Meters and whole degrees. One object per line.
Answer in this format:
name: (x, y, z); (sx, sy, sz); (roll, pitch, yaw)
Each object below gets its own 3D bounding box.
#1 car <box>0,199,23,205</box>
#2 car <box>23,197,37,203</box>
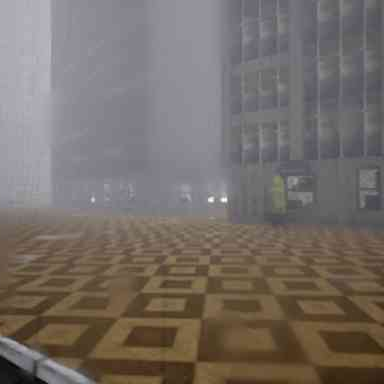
car: (-38.312, 2.010, 69.023); (4.313, 1.339, 1.947); (-1, 1, -41)
car: (-39.477, 1.978, 79.158); (4.507, 1.381, 1.887); (-1, 1, -41)
